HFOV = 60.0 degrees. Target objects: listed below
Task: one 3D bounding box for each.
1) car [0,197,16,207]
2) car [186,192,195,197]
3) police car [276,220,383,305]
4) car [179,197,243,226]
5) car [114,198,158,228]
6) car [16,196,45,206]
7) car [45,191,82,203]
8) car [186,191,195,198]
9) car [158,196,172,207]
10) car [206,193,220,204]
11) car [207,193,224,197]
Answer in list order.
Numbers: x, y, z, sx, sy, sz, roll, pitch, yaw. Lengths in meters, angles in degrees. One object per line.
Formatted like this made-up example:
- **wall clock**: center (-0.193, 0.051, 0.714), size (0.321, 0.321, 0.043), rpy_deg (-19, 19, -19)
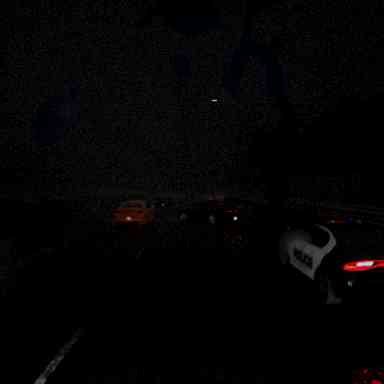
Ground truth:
- **car**: center (-21.252, 1.211, 37.020), size (2.033, 1.411, 5.357), rpy_deg (0, 0, 0)
- **car**: center (-0.334, 0.896, 76.634), size (1.837, 1.490, 4.892), rpy_deg (0, 0, 0)
- **police car**: center (3.466, 1.430, 8.005), size (2.038, 1.542, 4.974), rpy_deg (0, 0, 0)
- **car**: center (1.069, 1.305, 21.871), size (1.837, 1.490, 4.892), rpy_deg (0, 1, -39)
- **car**: center (-3.490, 1.286, 20.812), size (1.882, 1.535, 5.008), rpy_deg (0, 1, 0)
- **car**: center (-17.757, 1.197, 38.742), size (2.033, 1.411, 5.357), rpy_deg (0, 0, 0)
- **car**: center (-14.253, 0.877, 37.937), size (2.150, 2.045, 5.566), rpy_deg (0, 1, 0)
- **car**: center (-0.375, 0.694, 86.026), size (2.097, 1.767, 4.553), rpy_deg (0, 0, 0)
- **car**: center (-3.587, 1.218, 42.951), size (1.895, 1.301, 4.718), rpy_deg (0, 0, 0)
- **car**: center (3.273, 1.005, 52.217), size (1.801, 1.575, 5.366), rpy_deg (0, 0, 0)
- **car**: center (3.322, 1.137, 41.052), size (2.163, 1.488, 4.792), rpy_deg (0, 0, 0)
